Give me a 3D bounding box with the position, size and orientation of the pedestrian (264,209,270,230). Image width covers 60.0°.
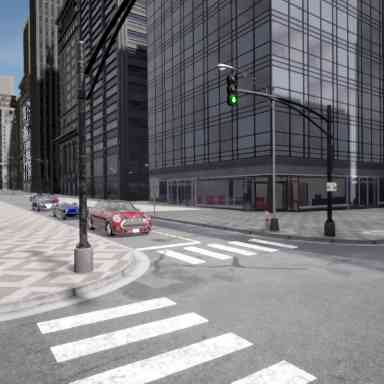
[{"bbox_3d":[3.897,1.374,17.288,0.500,1.100,0.500,0,0,-34],"label":"pedestrian"}]

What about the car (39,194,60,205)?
[{"bbox_3d":[-20.554,1.062,47.894,1.994,1.385,4.181,-1,1,-34],"label":"car"}]

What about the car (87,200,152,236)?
[{"bbox_3d":[-3.927,1.234,17.701,2.097,1.767,4.553,-1,1,-34],"label":"car"}]

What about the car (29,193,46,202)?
[{"bbox_3d":[-26.107,0.883,56.059,1.837,1.490,4.892,-1,1,-34],"label":"car"}]

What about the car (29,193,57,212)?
[{"bbox_3d":[-15.427,1.179,34.672,2.128,1.511,4.902,-1,1,-34],"label":"car"}]

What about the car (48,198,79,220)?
[{"bbox_3d":[-9.605,1.390,26.081,1.895,1.301,4.718,-1,1,-34],"label":"car"}]
